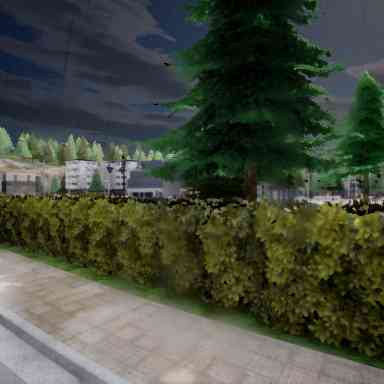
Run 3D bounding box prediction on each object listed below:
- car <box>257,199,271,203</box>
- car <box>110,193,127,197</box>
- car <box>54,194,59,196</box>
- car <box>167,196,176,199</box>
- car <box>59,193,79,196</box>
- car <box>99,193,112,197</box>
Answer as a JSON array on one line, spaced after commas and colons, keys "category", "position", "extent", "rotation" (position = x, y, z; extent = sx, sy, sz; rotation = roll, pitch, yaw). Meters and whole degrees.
[{"category": "car", "position": [9.635, 1.352, 44.226], "extent": [2.097, 1.767, 4.553], "rotation": [0, 0, 43]}, {"category": "car", "position": [-10.575, 1.384, 52.759], "extent": [1.970, 1.475, 3.806], "rotation": [0, 0, 43]}, {"category": "car", "position": [-33.247, 1.232, 83.668], "extent": [1.970, 1.475, 3.806], "rotation": [0, 0, 43]}, {"category": "car", "position": [-3.306, 1.374, 56.091], "extent": [1.845, 1.501, 3.633], "rotation": [0, 0, 43]}, {"category": "car", "position": [-28.369, 1.153, 79.486], "extent": [2.152, 1.636, 5.027], "rotation": [0, 0, 43]}, {"category": "car", "position": [-16.694, 1.097, 68.980], "extent": [1.932, 1.855, 4.605], "rotation": [0, 0, 43]}]
